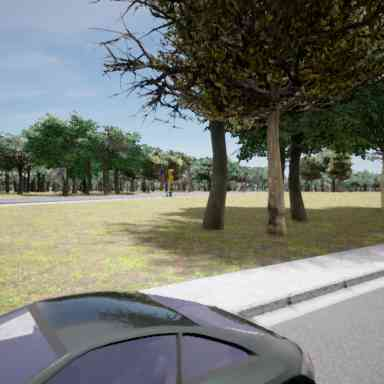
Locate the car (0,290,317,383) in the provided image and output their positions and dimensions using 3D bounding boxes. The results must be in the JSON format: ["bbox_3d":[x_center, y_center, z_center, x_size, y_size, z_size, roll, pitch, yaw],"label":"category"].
[{"bbox_3d":[-0.949,1.564,2.390,4.181,1.385,1.994,0,0,-35],"label":"car"}]
